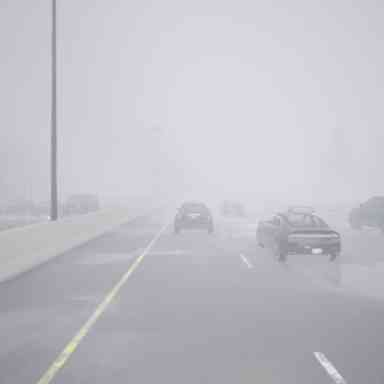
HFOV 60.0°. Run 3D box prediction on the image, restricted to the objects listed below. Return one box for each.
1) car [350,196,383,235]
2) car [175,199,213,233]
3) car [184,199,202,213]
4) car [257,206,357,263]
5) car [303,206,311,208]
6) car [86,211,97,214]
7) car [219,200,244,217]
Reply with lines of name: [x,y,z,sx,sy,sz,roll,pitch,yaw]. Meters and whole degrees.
car: [10.602,1.211,17.870,2.150,2.045,5.566,0,0,0]
car: [0.101,1.341,19.745,2.097,1.767,4.553,0,0,0]
car: [0.101,1.526,38.639,2.033,1.411,5.357,0,0,0]
car: [3.600,1.485,12.003,2.128,1.511,4.902,0,0,0]
car: [7.099,1.588,22.680,1.895,1.301,4.718,0,0,0]
car: [-10.596,1.202,32.145,2.150,2.045,5.566,0,0,0]
car: [3.601,1.474,30.747,2.128,1.511,4.902,0,0,0]
